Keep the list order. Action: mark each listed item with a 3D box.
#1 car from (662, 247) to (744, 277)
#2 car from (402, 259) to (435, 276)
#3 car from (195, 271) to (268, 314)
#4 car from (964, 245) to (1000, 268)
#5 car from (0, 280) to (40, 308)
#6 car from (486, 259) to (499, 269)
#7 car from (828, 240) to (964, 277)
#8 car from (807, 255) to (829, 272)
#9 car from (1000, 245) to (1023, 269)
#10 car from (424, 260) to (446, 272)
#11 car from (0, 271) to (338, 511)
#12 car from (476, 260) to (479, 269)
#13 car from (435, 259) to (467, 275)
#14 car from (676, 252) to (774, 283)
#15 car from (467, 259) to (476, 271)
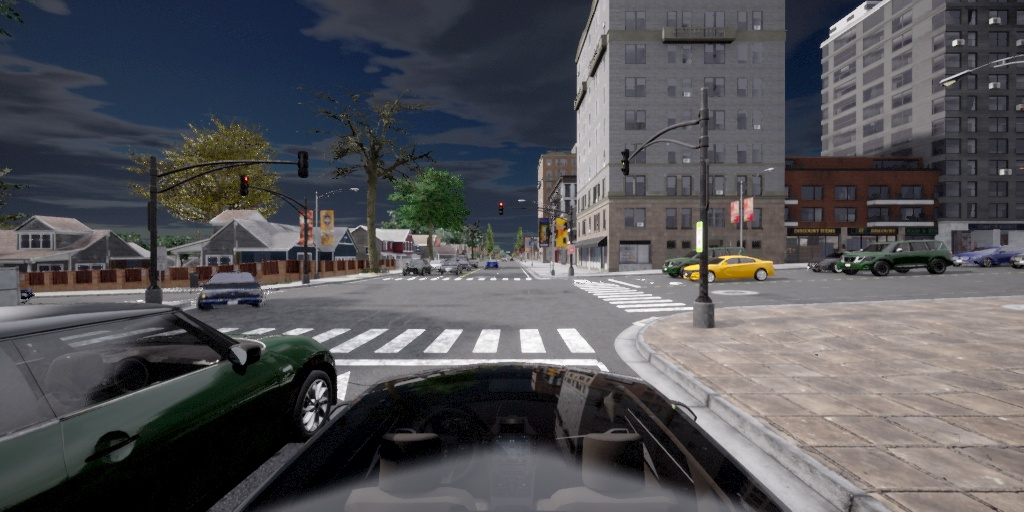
[{"bbox_3d":[13.445,0.459,24.970,5.566,2.045,2.150,-2,0,0],"label":"car"},{"bbox_3d":[-9.861,1.121,37.480,2.097,1.767,4.553,0,0,0],"label":"car"},{"bbox_3d":[-11.498,1.342,14.826,2.033,1.411,5.357,1,-2,-37],"label":"car"},{"bbox_3d":[33.544,0.007,25.031,4.674,1.442,1.812,-2,0,0],"label":"car"},{"bbox_3d":[-27.909,2.020,18.438,4.718,1.301,1.895,-2,0,1],"label":"car"},{"bbox_3d":[-3.181,1.292,58.945,1.882,1.535,5.008,0,0,0],"label":"car"},{"bbox_3d":[23.122,0.099,21.752,5.566,2.045,2.150,-2,0,0],"label":"car"},{"bbox_3d":[23.412,0.361,25.004,4.892,1.490,1.837,-2,0,0],"label":"car"},{"bbox_3d":[33.374,0.023,21.778,4.674,1.442,1.812,-2,0,0],"label":"car"},{"bbox_3d":[-9.868,1.308,46.463,1.812,1.442,4.674,0,0,0],"label":"car"},{"bbox_3d":[-3.151,1.102,2.490,2.097,1.767,4.553,0,0,0],"label":"car"},{"bbox_3d":[-6.613,1.322,59.621,1.837,1.490,4.892,0,0,0],"label":"car"},{"bbox_3d":[-6.610,1.262,39.557,2.128,1.511,4.902,0,0,0],"label":"car"},{"bbox_3d":[13.026,0.742,21.721,5.008,1.535,1.882,-2,0,-1],"label":"car"},{"bbox_3d":[-6.619,1.335,49.275,2.033,1.411,5.357,0,0,0],"label":"car"}]
